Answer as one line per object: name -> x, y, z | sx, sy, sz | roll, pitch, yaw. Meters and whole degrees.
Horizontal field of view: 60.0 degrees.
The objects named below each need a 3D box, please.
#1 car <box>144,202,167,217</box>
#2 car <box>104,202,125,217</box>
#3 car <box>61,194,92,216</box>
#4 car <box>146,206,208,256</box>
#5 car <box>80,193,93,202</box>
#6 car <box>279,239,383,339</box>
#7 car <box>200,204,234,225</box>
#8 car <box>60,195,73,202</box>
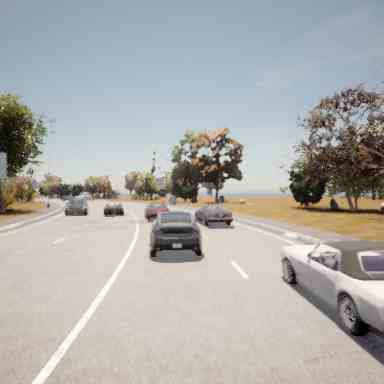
car -> -3.101, 1.598, 29.111 | 1.994, 1.385, 4.181 | 0, 0, -11
car -> -7.556, 1.642, 32.299 | 1.895, 1.301, 4.718 | 0, 0, -13
car -> -11.363, 1.397, 33.038 | 2.097, 1.767, 4.553 | 0, 0, -14
car -> -0.710, 1.519, 13.310 | 1.837, 1.490, 4.892 | 0, 0, -5
car -> -23.043, 1.156, 71.863 | 2.150, 2.045, 5.566 | 0, 0, -29
car -> 3.286, 1.601, 6.625 | 1.895, 1.301, 4.718 | 0, 0, -3
car -> 1.460, 1.570, 23.786 | 2.033, 1.411, 5.357 | 0, 0, -9
car -> -27.176, 1.405, 72.002 | 1.837, 1.490, 4.892 | 0, 0, -29
